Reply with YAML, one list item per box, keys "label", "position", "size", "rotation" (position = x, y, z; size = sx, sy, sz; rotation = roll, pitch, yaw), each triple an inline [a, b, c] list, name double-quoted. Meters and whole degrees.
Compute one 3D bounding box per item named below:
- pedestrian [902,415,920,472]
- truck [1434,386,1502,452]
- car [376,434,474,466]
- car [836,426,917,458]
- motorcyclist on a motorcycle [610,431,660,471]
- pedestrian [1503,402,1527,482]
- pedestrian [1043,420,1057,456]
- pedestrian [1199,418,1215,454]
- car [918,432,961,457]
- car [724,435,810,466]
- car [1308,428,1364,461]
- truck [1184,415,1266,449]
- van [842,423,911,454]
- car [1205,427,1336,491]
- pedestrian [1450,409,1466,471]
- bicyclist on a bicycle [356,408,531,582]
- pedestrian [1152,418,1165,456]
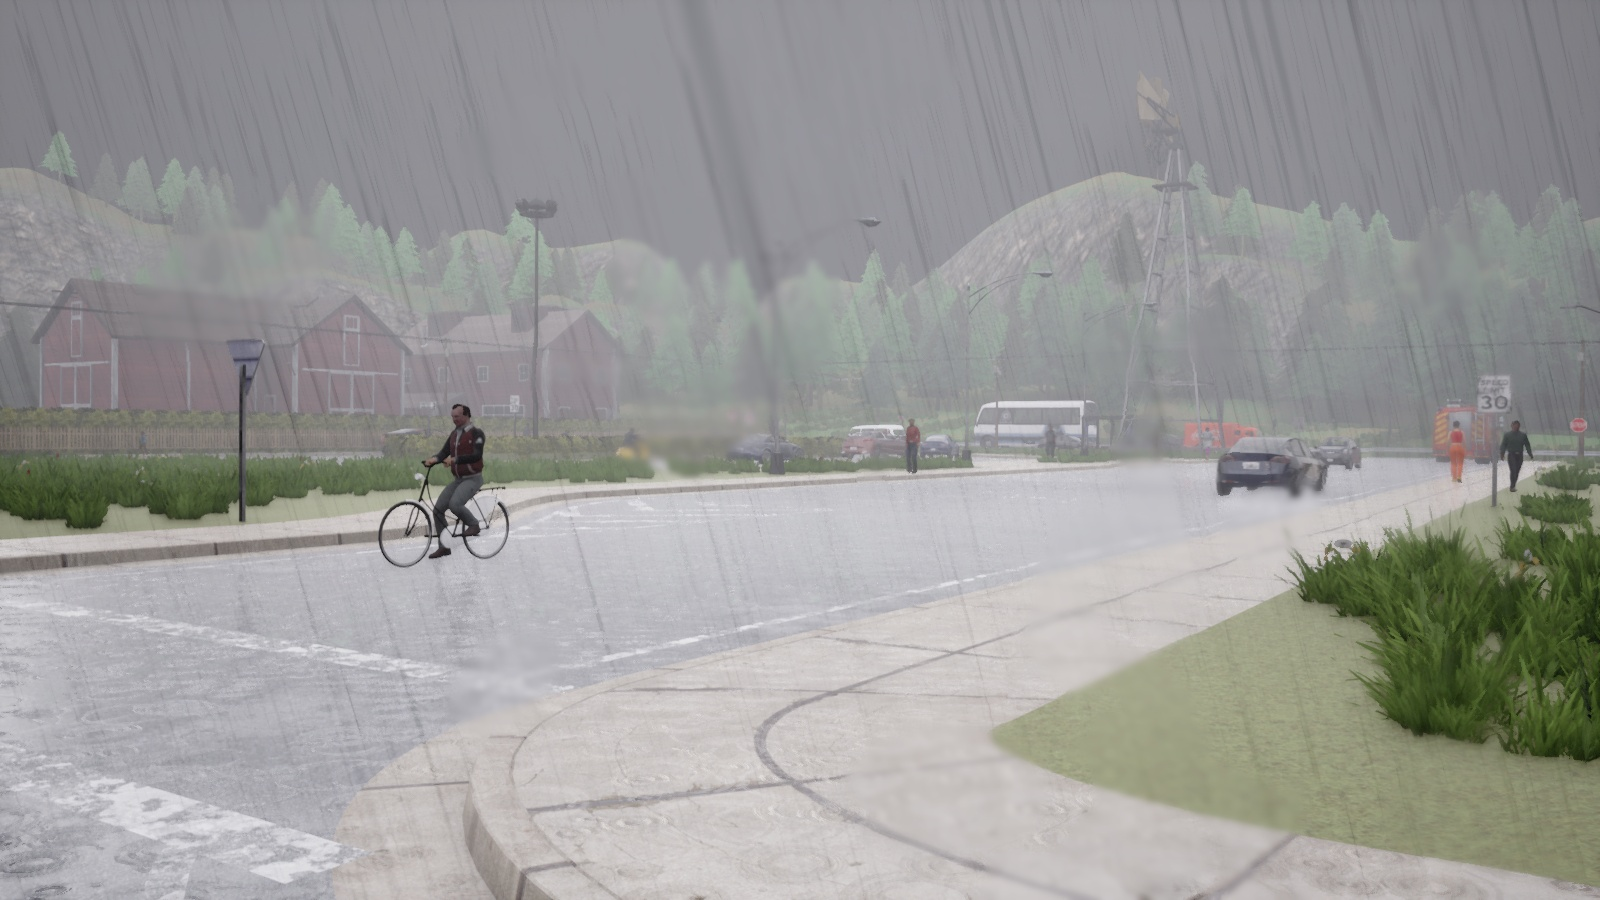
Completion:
- label: "pedestrian"
  position: [3.639, -0.213, 41.059]
  size: [0.331, 1.846, 0.636]
  rotation: [0, 1, 32]
- label: "truck"
  position: [41.179, -1.863, 77.271]
  size: [2.891, 3.827, 8.468]
  rotation: [0, 1, 34]
- label: "car"
  position: [-19.014, -0.038, 63.889]
  size: [2.007, 1.525, 4.514]
  rotation: [0, 1, 33]
- label: "car"
  position: [4.163, -0.462, 67.648]
  size: [2.152, 1.651, 5.027]
  rotation: [0, 1, 33]
- label: "motorcyclist on a motorcycle"
  position: [-6.774, 0.031, 51.612]
  size: [0.866, 1.590, 1.817]
  rotation: [-1, 0, 44]
- label: "pedestrian"
  position: [17.710, -0.202, 31.123]
  size: [0.423, 1.949, 0.788]
  rotation: [0, 1, 22]
- label: "pedestrian"
  position: [13.136, -0.641, 65.989]
  size: [0.540, 1.848, 0.694]
  rotation: [0, 1, 28]
- label: "pedestrian"
  position: [22.745, -0.783, 70.137]
  size: [0.659, 1.952, 0.873]
  rotation: [0, 1, 33]
- label: "car"
  position: [8.487, -0.370, 76.174]
  size: [1.812, 1.442, 4.674]
  rotation: [0, 1, 16]
- label: "car"
  position: [-1.514, -0.006, 58.946]
  size: [1.994, 1.385, 4.181]
  rotation: [0, 1, 33]
- label: "car"
  position: [25.228, -0.292, 59.028]
  size: [1.845, 1.501, 3.633]
  rotation: [0, 1, 33]
- label: "truck"
  position: [31.013, -1.295, 91.659]
  size: [5.204, 2.467, 2.627]
  rotation: [0, 1, 34]
- label: "van"
  position: [5.210, -0.774, 85.597]
  size: [2.069, 2.038, 4.480]
  rotation: [-1, 1, -44]
- label: "car"
  position: [12.137, 0.180, 32.181]
  size: [2.163, 1.488, 4.792]
  rotation: [0, 1, 33]
- label: "pedestrian"
  position: [19.513, -0.300, 37.228]
  size: [0.345, 1.836, 0.594]
  rotation: [0, 1, 34]
- label: "bicyclist on a bicycle"
  position: [-3.862, 0.446, 13.748]
  size: [0.659, 1.776, 1.843]
  rotation: [0, 1, 33]
- label: "pedestrian"
  position: [18.070, -0.648, 63.350]
  size: [0.396, 1.930, 0.692]
  rotation: [0, 1, 36]
